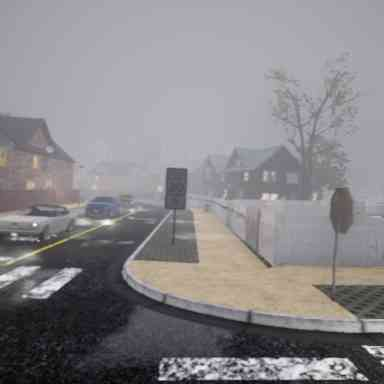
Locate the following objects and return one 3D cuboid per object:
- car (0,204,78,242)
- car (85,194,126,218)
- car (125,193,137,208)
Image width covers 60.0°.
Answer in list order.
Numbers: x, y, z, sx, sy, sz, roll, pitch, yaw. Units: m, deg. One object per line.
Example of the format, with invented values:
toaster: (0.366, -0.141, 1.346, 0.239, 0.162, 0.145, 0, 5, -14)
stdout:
car: (-6.598, 1.240, 14.476, 1.895, 1.301, 4.718, 3, 0, -1)
car: (-6.730, 1.028, 25.678, 1.882, 1.535, 5.008, 3, 0, -1)
car: (-7.389, 0.962, 37.767, 1.837, 1.490, 4.892, 3, 2, -9)
